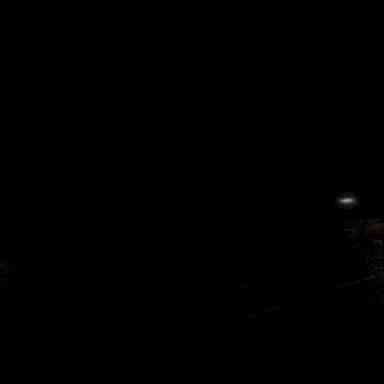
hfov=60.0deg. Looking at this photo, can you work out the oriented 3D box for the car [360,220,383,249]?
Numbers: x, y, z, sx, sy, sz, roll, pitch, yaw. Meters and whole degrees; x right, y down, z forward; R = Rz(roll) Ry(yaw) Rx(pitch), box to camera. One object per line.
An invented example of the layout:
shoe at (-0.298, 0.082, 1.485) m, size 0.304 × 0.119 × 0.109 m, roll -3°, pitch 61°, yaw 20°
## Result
car at (8.003, 1.292, 12.206) m, size 4.829 × 1.417 × 1.752 m, roll -1°, pitch 1°, yaw -35°
